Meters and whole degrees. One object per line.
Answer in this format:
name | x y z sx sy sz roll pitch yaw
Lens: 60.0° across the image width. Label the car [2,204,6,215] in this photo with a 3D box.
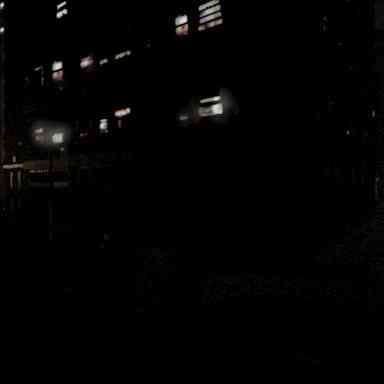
car | -12.880 1.268 26.775 1.947 1.339 4.313 1 1 35
